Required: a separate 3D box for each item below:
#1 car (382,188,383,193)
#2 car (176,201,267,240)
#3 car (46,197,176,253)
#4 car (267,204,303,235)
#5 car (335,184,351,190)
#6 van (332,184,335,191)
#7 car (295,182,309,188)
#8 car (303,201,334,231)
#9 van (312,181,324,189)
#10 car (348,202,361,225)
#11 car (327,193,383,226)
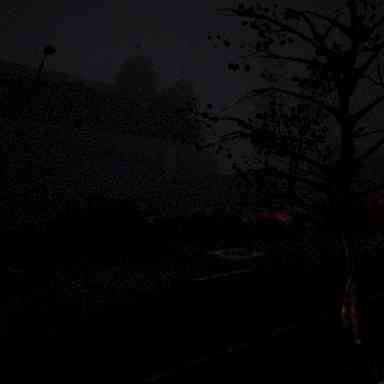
[{"bbox_3d":[38.960,-0.188,65.663,2.435,2.045,5.566,7,3,35],"label":"car"},{"bbox_3d":[1.213,1.381,17.356,4.553,1.767,2.185,-1,-1,35],"label":"car"},{"bbox_3d":[-3.728,1.243,13.905,5.566,2.045,2.435,-1,-1,35],"label":"car"},{"bbox_3d":[3.608,1.393,19.140,4.553,1.767,2.185,-1,-1,34],"label":"car"},{"bbox_3d":[33.752,-0.755,73.050,2.231,1.521,4.892,7,3,35],"label":"car"},{"bbox_3d":[31.993,-1.254,75.414,1.878,1.987,4.442,7,3,35],"label":"van"},{"bbox_3d":[26.861,-1.807,82.938,2.002,1.452,4.674,7,3,35],"label":"car"},{"bbox_3d":[6.074,1.533,20.865,4.892,1.521,2.231,-1,-1,35],"label":"car"},{"bbox_3d":[30.265,-1.527,77.886,1.878,1.987,4.442,7,3,35],"label":"van"},{"bbox_3d":[8.494,1.575,22.612,4.792,1.488,2.163,-1,-1,35],"label":"car"},{"bbox_3d":[10.940,1.310,24.358,5.566,2.045,2.435,-1,-1,35],"label":"car"}]
